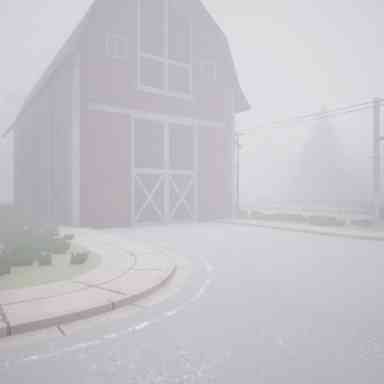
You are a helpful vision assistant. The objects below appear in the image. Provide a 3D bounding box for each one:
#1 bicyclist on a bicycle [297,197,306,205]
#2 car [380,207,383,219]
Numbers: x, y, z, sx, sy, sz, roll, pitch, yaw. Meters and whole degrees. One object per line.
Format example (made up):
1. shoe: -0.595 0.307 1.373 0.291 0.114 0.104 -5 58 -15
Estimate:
1. bicyclist on a bicycle: 13.338 1.322 40.263 1.656 1.620 0.582 46 -25 -24
2. car: 15.695 1.517 23.315 2.128 1.511 4.902 0 0 -28
